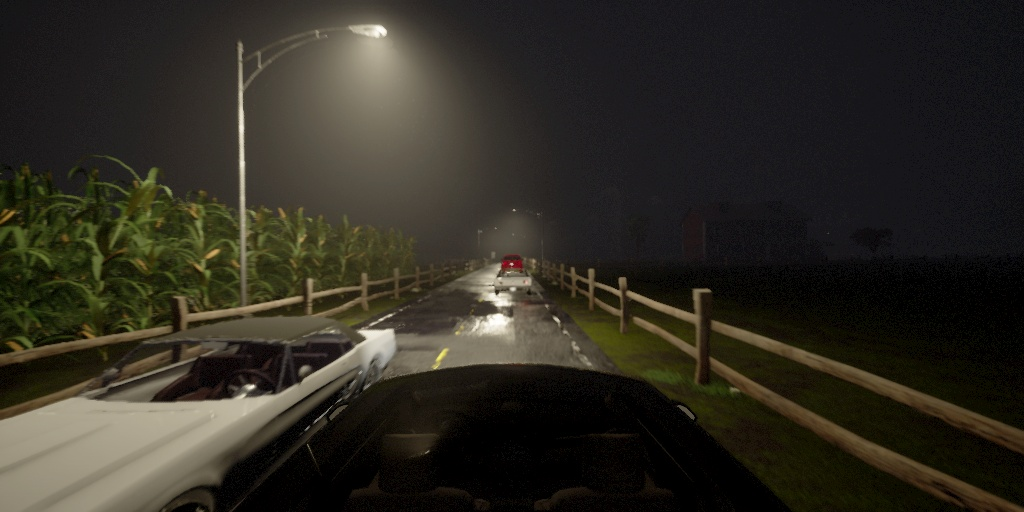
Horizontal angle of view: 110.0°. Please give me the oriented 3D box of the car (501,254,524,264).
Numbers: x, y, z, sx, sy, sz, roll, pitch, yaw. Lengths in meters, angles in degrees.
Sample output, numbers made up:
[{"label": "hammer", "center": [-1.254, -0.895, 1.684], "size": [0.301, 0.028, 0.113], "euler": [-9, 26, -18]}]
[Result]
[{"label": "car", "center": [0.029, 0.854, 36.863], "size": [2.150, 2.045, 5.566], "euler": [-1, 0, 0]}]

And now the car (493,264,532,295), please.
[{"label": "car", "center": [0.054, 1.288, 19.255], "size": [1.895, 1.301, 4.718], "euler": [-1, 0, 0]}]

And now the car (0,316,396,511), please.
[{"label": "car", "center": [-2.768, 1.381, 3.477], "size": [1.895, 1.301, 4.718], "euler": [-1, 0, 0]}]
